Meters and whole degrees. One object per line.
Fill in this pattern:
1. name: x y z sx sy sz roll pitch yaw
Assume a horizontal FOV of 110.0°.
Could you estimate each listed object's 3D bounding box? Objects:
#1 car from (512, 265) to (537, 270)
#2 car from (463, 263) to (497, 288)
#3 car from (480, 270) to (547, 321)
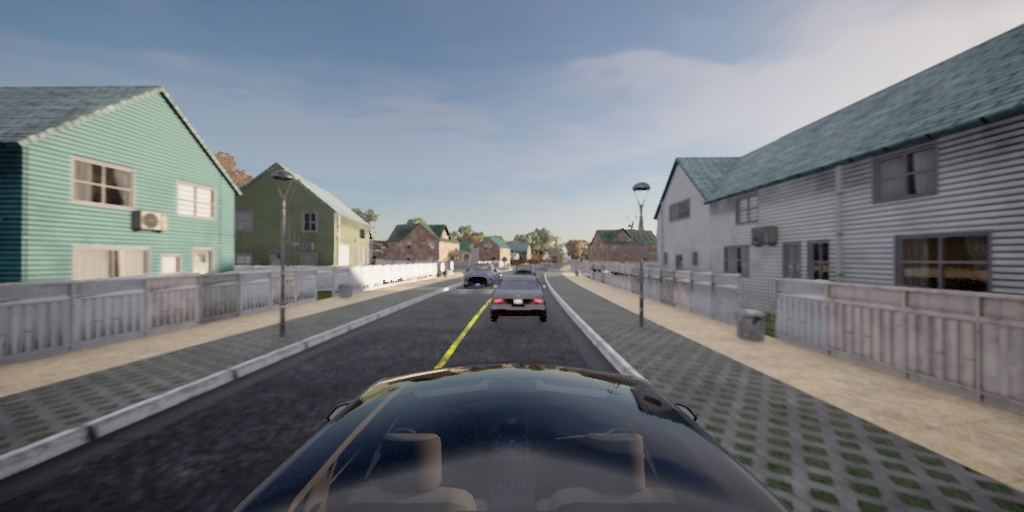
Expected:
1. car: 1.045 1.484 29.547 1.837 1.490 4.892 0 -1 4
2. car: -2.104 1.296 25.498 2.097 1.767 4.553 0 0 3
3. car: 0.264 1.391 12.947 2.033 1.411 5.357 0 0 2
